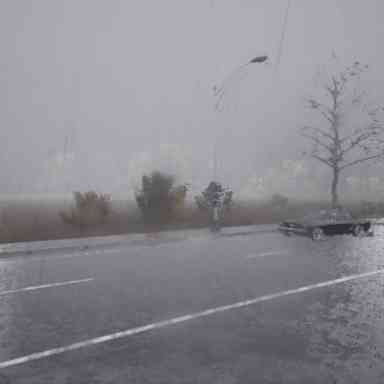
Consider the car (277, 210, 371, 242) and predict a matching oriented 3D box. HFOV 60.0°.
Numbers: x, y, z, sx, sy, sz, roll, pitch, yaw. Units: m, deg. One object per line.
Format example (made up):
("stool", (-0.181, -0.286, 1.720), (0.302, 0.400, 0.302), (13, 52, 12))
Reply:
("car", (6.420, 1.561, 16.117), (4.718, 1.301, 1.895), (0, 0, -29))
